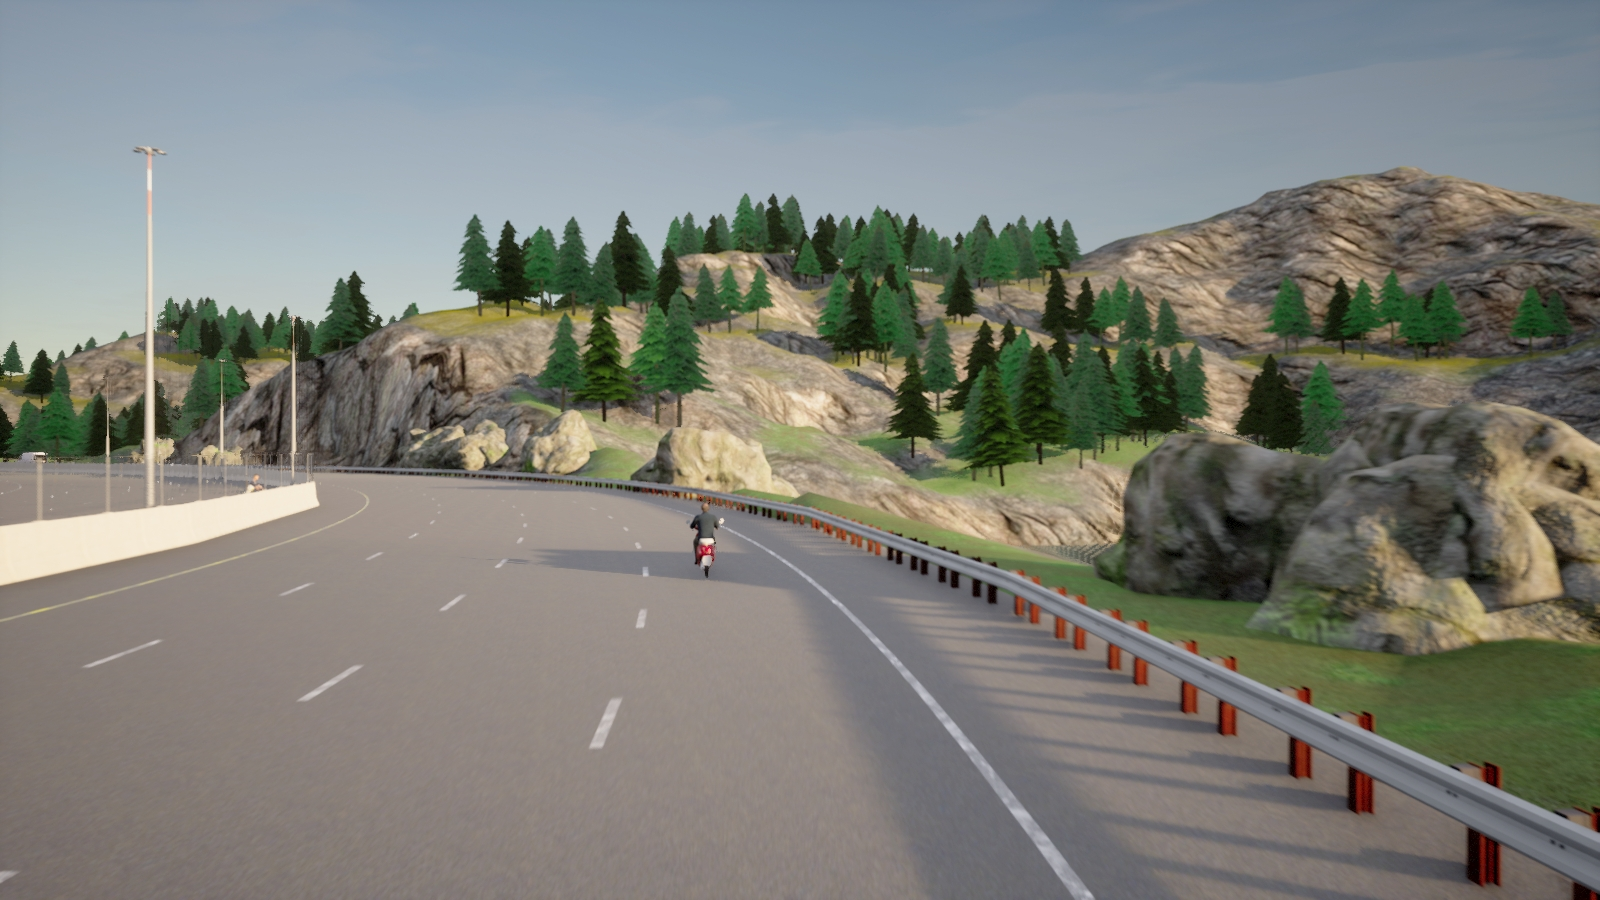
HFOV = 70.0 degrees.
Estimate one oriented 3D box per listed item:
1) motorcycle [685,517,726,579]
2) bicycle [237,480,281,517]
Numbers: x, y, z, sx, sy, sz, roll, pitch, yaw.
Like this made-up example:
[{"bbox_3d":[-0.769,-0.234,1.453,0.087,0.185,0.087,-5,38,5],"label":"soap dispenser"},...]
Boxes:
[{"bbox_3d":[-2.139,2.181,25.787,0.856,1.236,1.805,0,0,-7],"label":"motorcycle"},{"bbox_3d":[-23.113,2.074,48.851,1.643,1.514,0.373,-2,-2,-12],"label":"bicycle"}]
